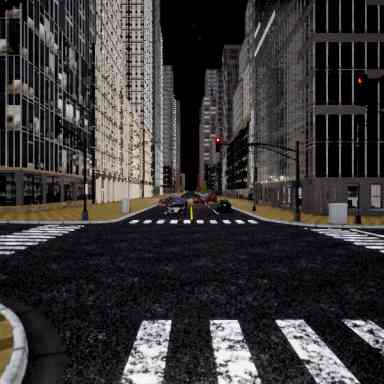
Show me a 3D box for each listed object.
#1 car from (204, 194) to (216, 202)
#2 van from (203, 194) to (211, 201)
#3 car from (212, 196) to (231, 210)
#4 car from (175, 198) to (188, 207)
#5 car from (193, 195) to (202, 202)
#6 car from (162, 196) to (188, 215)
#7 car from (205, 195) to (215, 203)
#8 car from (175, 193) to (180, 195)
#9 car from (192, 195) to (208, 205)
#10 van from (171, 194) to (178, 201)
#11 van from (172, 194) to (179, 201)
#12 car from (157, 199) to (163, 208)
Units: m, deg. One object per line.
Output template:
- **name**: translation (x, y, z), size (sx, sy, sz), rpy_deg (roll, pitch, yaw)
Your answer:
- **car**: translation (3.755, 1.313, 63.940), size (2.192, 1.841, 5.009), rpy_deg (0, 0, 0)
- **van**: translation (3.677, 1.321, 80.524), size (1.690, 1.788, 3.998), rpy_deg (0, 0, 0)
- **car**: translation (3.907, 1.579, 41.832), size (1.947, 1.339, 4.313), rpy_deg (0, 0, 0)
- **car**: translation (-1.601, 1.608, 53.365), size (1.895, 1.301, 4.718), rpy_deg (0, 0, 0)
- **car**: translation (1.158, 1.488, 73.285), size (1.837, 1.490, 4.892), rpy_deg (0, 0, 0)
- **car**: translation (-1.527, 1.508, 33.751), size (2.128, 1.511, 4.902), rpy_deg (0, 0, -1)
- **car**: translation (3.729, 1.432, 69.469), size (1.967, 1.590, 4.097), rpy_deg (0, 0, 0)
- **car**: translation (-4.177, 1.426, 74.960), size (1.967, 1.590, 4.097), rpy_deg (0, 0, 0)
- **car**: translation (1.300, 1.603, 59.638), size (1.895, 1.301, 4.718), rpy_deg (0, 0, 0)
- **van**: translation (-4.203, 1.321, 80.487), size (1.690, 1.788, 3.998), rpy_deg (0, 0, 0)
- **van**: translation (-4.229, 1.315, 86.014), size (1.690, 1.788, 3.998), rpy_deg (0, 0, 0)
- **car**: translation (-4.048, 1.592, 47.321), size (1.802, 1.307, 4.206), rpy_deg (0, 0, 0)
